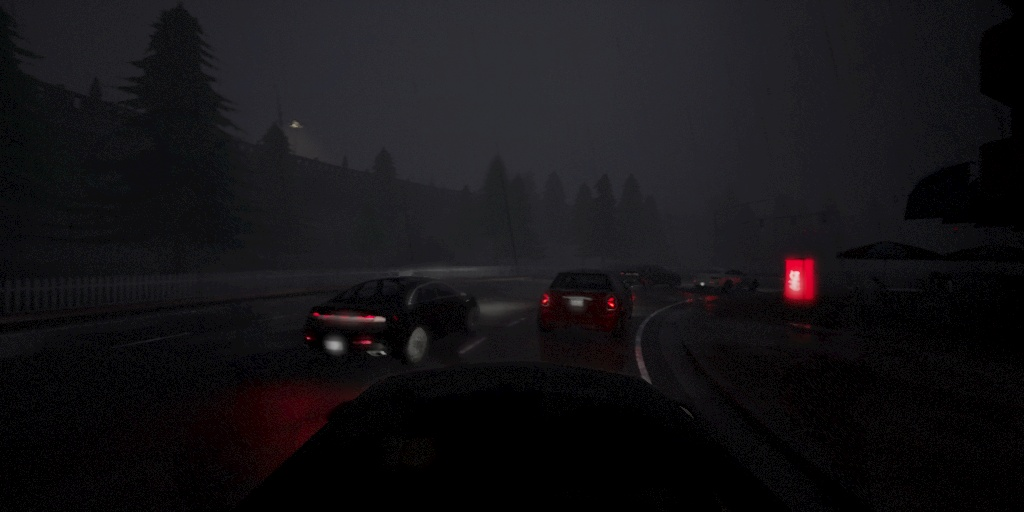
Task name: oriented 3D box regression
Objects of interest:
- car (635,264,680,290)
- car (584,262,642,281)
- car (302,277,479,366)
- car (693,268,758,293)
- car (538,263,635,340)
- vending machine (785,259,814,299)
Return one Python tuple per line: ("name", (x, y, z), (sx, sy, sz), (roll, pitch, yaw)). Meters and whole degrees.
("car", (9.126, 1.354, 23.702), (4.902, 1.511, 2.128), (1, 0, -34))
("car", (8.999, 1.349, 31.954), (4.902, 1.511, 2.128), (1, 0, -29))
("car", (-2.226, 1.211, 8.034), (2.128, 1.511, 4.902), (1, 0, 14))
("car", (13.185, 1.443, 22.149), (4.674, 1.442, 1.812), (1, 0, -29))
("car", (2.323, 1.133, 10.531), (2.097, 1.767, 4.553), (1, 0, 21))
("vending machine", (13.846, 1.123, 17.299), (0.880, 2.100, 1.100), (0, 0, -32))
